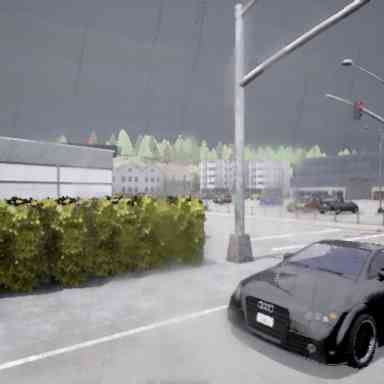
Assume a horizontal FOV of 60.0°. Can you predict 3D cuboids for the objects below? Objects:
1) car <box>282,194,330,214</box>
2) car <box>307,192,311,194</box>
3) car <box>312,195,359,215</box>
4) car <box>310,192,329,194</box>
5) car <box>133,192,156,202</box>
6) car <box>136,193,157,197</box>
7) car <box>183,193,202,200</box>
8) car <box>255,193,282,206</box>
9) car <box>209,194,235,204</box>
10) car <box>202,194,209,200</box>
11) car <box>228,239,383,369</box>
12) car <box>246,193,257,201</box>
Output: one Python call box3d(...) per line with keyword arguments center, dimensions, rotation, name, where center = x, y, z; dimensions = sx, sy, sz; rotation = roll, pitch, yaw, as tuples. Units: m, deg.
box3d(center=(11.842, 1.293, 33.610), dimensions=(5.027, 1.636, 2.152), rotation=(0, 0, -35), name="car")
box3d(center=(22.491, 1.007, 63.442), dimensions=(3.866, 1.878, 1.905), rotation=(0, 0, -35), name="car")
box3d(center=(13.681, 1.302, 31.068), dimensions=(4.514, 1.523, 2.007), rotation=(0, 0, -35), name="car")
box3d(center=(24.493, 1.027, 61.296), dimensions=(4.605, 1.855, 1.932), rotation=(0, 0, -35), name="car")
box3d(center=(-9.216, 1.039, 64.743), dimensions=(3.866, 1.878, 1.905), rotation=(0, 0, -35), name="car")
box3d(center=(-7.813, 1.323, 61.668), dimensions=(3.806, 1.475, 1.970), rotation=(0, 0, -35), name="car")
box3d(center=(-0.883, 1.049, 66.553), dimensions=(4.605, 1.855, 1.932), rotation=(0, 0, -35), name="car")
box3d(center=(11.352, 1.273, 47.716), dimensions=(3.633, 1.501, 1.845), rotation=(0, 0, -35), name="car")
box3d(center=(5.665, 1.251, 55.933), dimensions=(4.514, 1.523, 2.007), rotation=(0, 0, -35), name="car")
box3d(center=(3.351, 1.237, 77.976), dimensions=(4.514, 1.523, 2.007), rotation=(0, 0, -35), name="car")
box3d(center=(2.629, 1.569, 5.743), dimensions=(4.181, 1.385, 1.994), rotation=(0, 0, -35), name="car")
box3d(center=(15.166, 1.083, 73.932), dimensions=(5.027, 1.636, 2.152), rotation=(0, 0, -35), name="car")
